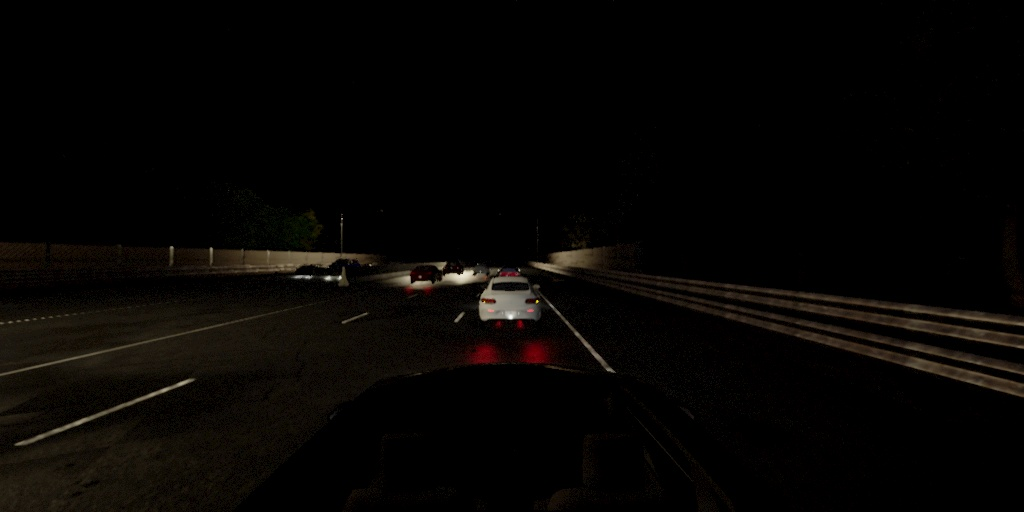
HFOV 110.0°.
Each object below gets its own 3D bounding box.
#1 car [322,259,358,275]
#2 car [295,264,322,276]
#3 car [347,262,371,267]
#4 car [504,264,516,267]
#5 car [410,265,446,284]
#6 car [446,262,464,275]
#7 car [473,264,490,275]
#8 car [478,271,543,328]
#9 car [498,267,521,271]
[{"bbox_3d":[-21.442,1.378,45.863,2.150,2.045,5.566,0,-1,0],"label":"car"},{"bbox_3d":[-24.916,1.678,44.570,1.994,1.385,4.181,3,-2,0],"label":"car"},{"bbox_3d":[-17.943,1.697,43.830,1.994,1.385,4.181,0,-1,0],"label":"car"},{"bbox_3d":[-0.251,1.565,29.462,1.994,1.385,4.181,0,-1,1],"label":"car"},{"bbox_3d":[-7.136,1.486,30.233,1.882,1.535,5.008,0,-1,0],"label":"car"},{"bbox_3d":[-7.322,1.497,45.362,2.097,1.767,4.553,0,-1,-1],"label":"car"},{"bbox_3d":[-3.825,1.673,45.629,1.812,1.442,4.674,0,0,-1],"label":"car"},{"bbox_3d":[-0.053,1.366,11.698,1.812,1.442,4.674,0,-1,0],"label":"car"},{"bbox_3d":[-0.135,1.529,21.392,1.895,1.301,4.718,0,-1,-1],"label":"car"}]
